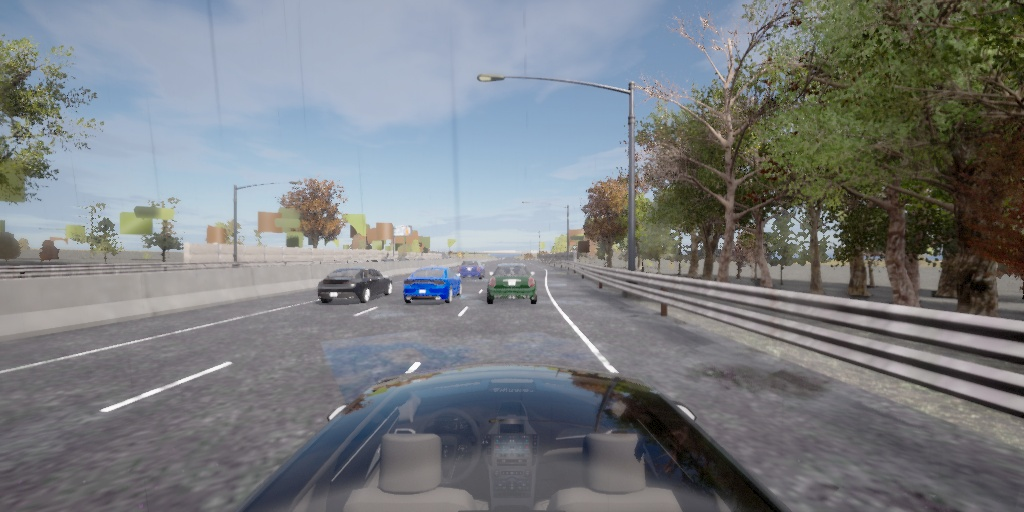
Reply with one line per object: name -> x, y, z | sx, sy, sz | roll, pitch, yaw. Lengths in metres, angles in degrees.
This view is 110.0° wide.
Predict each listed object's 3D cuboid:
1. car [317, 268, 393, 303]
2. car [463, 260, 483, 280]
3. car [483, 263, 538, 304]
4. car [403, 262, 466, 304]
car -> -7.000, 1.266, 16.501 | 1.837, 1.490, 4.892 | 0, 0, 0
car -> -3.500, 1.125, 31.471 | 2.097, 1.767, 4.553 | 0, 0, 0
car -> 0.000, 1.116, 16.471 | 2.097, 1.767, 4.553 | 0, 0, 0
car -> -3.500, 1.235, 16.501 | 1.882, 1.535, 5.008 | 0, 0, 0
